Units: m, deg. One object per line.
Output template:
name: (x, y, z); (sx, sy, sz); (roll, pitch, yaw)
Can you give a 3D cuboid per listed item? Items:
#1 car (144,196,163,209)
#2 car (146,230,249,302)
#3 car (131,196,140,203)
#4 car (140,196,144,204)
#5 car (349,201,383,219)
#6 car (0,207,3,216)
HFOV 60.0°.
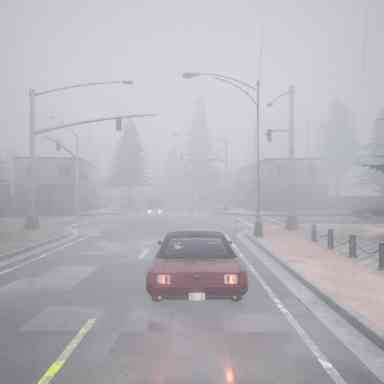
car: (-4.823, 1.530, 43.443); (1.994, 1.385, 4.181); (0, 0, -6)
car: (0.074, 1.601, 8.227); (1.895, 1.301, 4.718); (0, 0, -1)
car: (-10.595, 1.443, 64.341); (1.882, 1.535, 5.008); (0, 0, -25)
car: (-6.701, 1.470, 53.679); (1.837, 1.490, 4.892); (0, 0, -16)
car: (15.771, 1.476, 27.886); (4.902, 1.511, 2.128); (0, 0, 2)
car: (-17.437, 1.206, 25.187); (5.566, 2.045, 2.150); (0, 0, 2)
